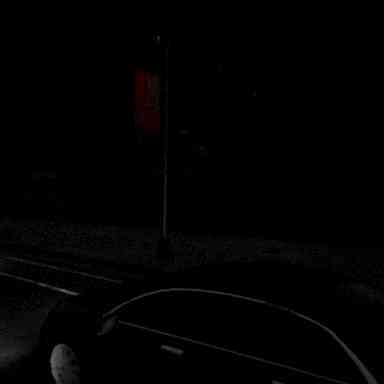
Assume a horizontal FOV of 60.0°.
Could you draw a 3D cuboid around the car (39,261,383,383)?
[{"bbox_3d":[0.368,1.510,3.424,4.892,1.490,1.837,0,0,36],"label":"car"}]
